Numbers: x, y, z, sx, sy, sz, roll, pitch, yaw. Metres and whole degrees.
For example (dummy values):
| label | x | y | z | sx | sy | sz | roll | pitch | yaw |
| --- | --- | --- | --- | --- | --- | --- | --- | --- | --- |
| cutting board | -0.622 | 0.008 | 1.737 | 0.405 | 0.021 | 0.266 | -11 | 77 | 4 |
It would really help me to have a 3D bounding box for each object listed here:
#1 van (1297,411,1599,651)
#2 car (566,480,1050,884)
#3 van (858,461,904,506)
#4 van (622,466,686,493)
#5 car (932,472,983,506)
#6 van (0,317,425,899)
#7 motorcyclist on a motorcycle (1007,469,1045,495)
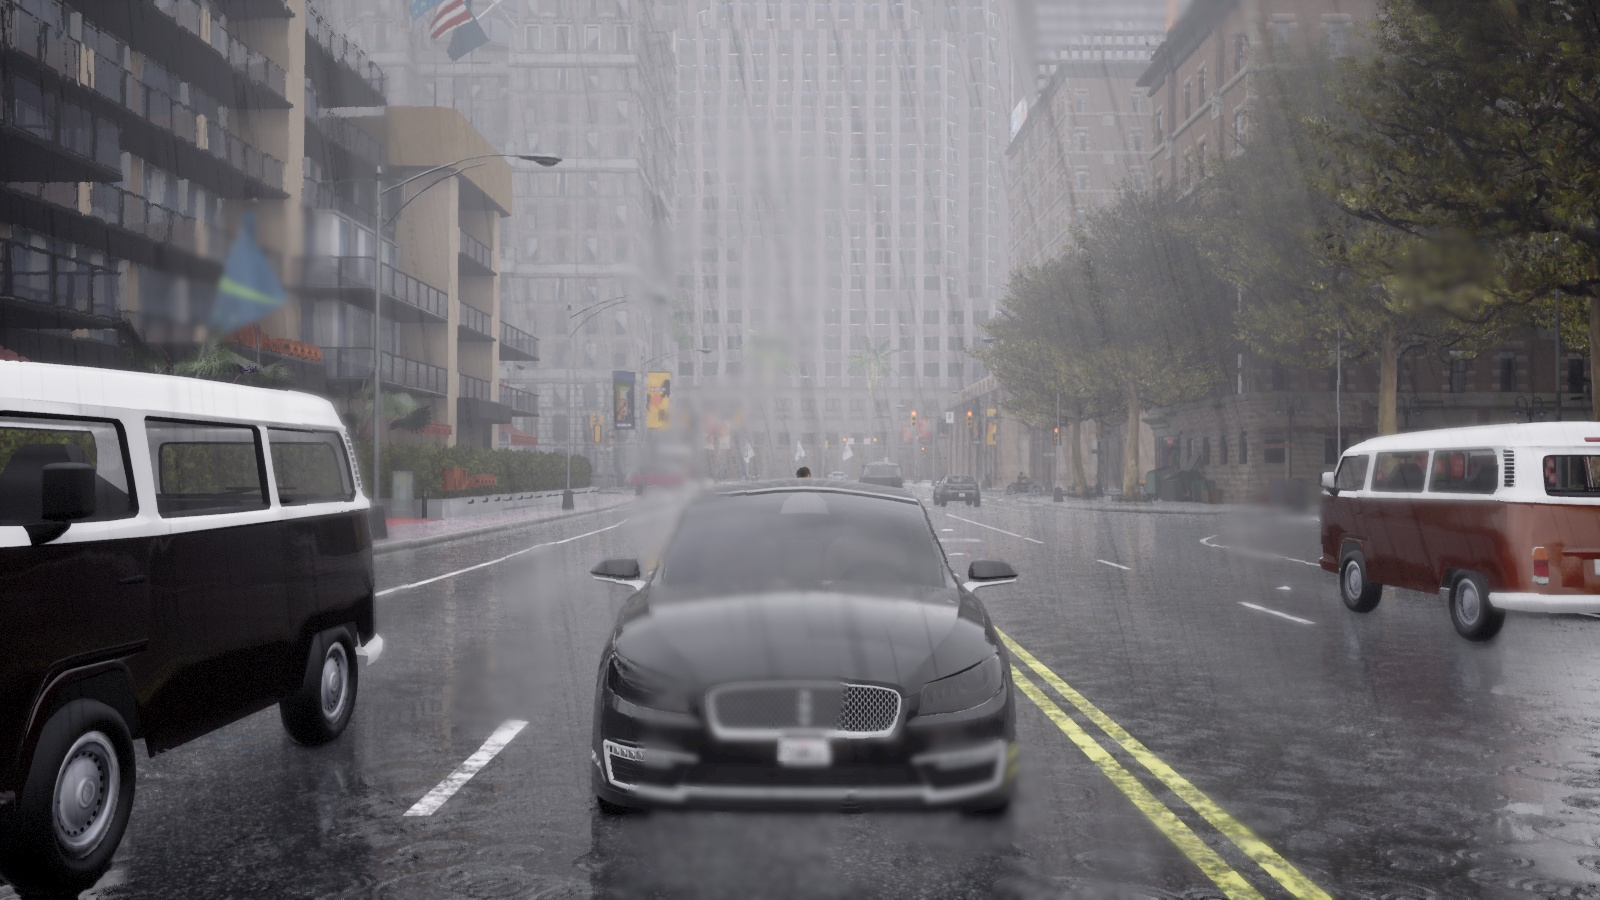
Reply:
| label | x | y | z | sx | sy | sz | roll | pitch | yaw |
| --- | --- | --- | --- | --- | --- | --- | --- | --- | --- |
| van | 7.046 | 0.726 | 12.933 | 2.069 | 2.038 | 4.480 | 0 | -1 | 0 |
| car | 0.033 | 0.940 | 7.223 | 1.837 | 1.490 | 4.892 | 0 | -1 | 0 |
| van | 3.651 | 1.511 | 57.183 | 1.775 | 1.987 | 4.442 | 0 | -1 | 0 |
| van | -10.929 | 2.188 | 94.285 | 4.442 | 1.987 | 1.775 | 0 | -1 | -27 |
| car | 7.152 | 1.760 | 57.314 | 1.816 | 1.474 | 4.193 | 0 | -1 | 0 |
| van | -3.470 | 0.650 | 5.862 | 2.069 | 2.038 | 4.480 | 0 | -1 | 0 |
| motorcyclist on a motorcycle | 14.755 | 2.080 | 82.028 | 2.350 | 1.649 | 0.766 | 0 | -2 | 14 |
